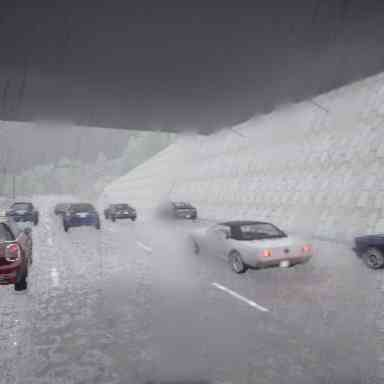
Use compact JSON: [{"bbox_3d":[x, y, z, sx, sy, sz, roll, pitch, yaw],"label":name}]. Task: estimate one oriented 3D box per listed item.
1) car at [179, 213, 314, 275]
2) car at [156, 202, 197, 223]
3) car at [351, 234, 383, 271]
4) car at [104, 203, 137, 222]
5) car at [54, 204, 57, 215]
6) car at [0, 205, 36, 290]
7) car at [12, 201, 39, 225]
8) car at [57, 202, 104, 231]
[{"bbox_3d":[1.453,1.561,10.521,1.895,1.301,4.718,-1,0,-24],"label":"car"},{"bbox_3d":[-1.262,1.486,25.168,2.128,1.511,4.902,-1,0,-24],"label":"car"},{"bbox_3d":[6.386,1.479,8.060,1.895,1.301,4.718,-1,0,-24],"label":"car"},{"bbox_3d":[-5.916,1.620,27.003,2.033,1.411,5.357,-1,0,-24],"label":"car"},{"bbox_3d":[-14.263,1.772,37.081,1.994,1.385,4.181,-1,0,-24],"label":"car"},{"bbox_3d":[-5.511,1.434,8.943,2.097,1.767,4.553,-1,0,-24],"label":"car"},{"bbox_3d":[-13.011,1.548,25.716,2.097,1.767,4.553,-1,0,-24],"label":"car"},{"bbox_3d":[-7.351,1.453,21.641,2.097,1.767,4.553,-1,0,-24],"label":"car"}]
